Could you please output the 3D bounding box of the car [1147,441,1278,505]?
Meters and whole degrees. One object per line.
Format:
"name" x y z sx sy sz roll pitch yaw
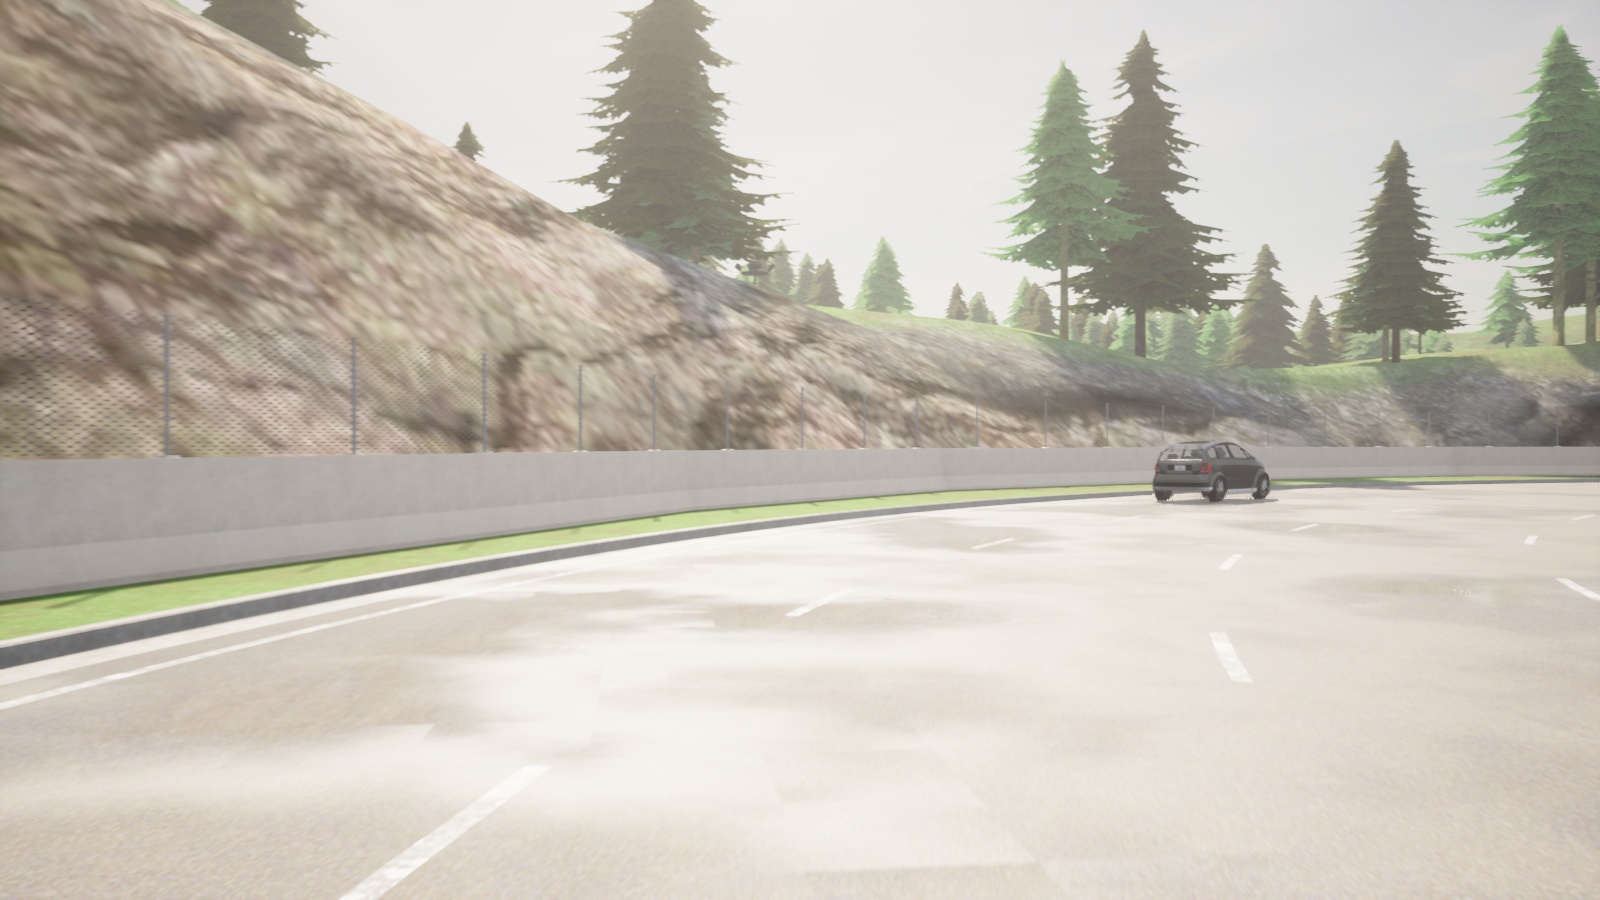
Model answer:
"car" 10.746 0.559 32.608 1.789 1.549 3.705 0 0 44
